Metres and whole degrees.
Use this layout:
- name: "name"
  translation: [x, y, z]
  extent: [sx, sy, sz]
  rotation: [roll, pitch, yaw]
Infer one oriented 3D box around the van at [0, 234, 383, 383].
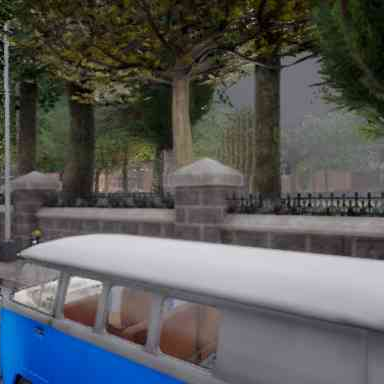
- name: "van"
  translation: [-0.102, 1.353, 2.897]
  extent: [3.998, 1.788, 1.690]
  rotation: [0, -1, 36]
